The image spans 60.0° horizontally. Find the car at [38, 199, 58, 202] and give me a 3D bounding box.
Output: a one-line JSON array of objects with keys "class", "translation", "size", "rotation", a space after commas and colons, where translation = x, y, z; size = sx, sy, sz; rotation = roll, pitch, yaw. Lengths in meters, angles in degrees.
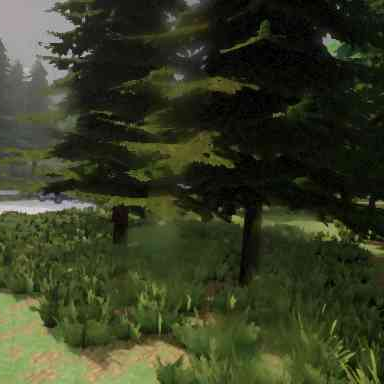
[{"class": "car", "translation": [-9.979, 0.076, 26.369], "size": [1.812, 1.442, 4.674], "rotation": [5, 3, 24]}]
